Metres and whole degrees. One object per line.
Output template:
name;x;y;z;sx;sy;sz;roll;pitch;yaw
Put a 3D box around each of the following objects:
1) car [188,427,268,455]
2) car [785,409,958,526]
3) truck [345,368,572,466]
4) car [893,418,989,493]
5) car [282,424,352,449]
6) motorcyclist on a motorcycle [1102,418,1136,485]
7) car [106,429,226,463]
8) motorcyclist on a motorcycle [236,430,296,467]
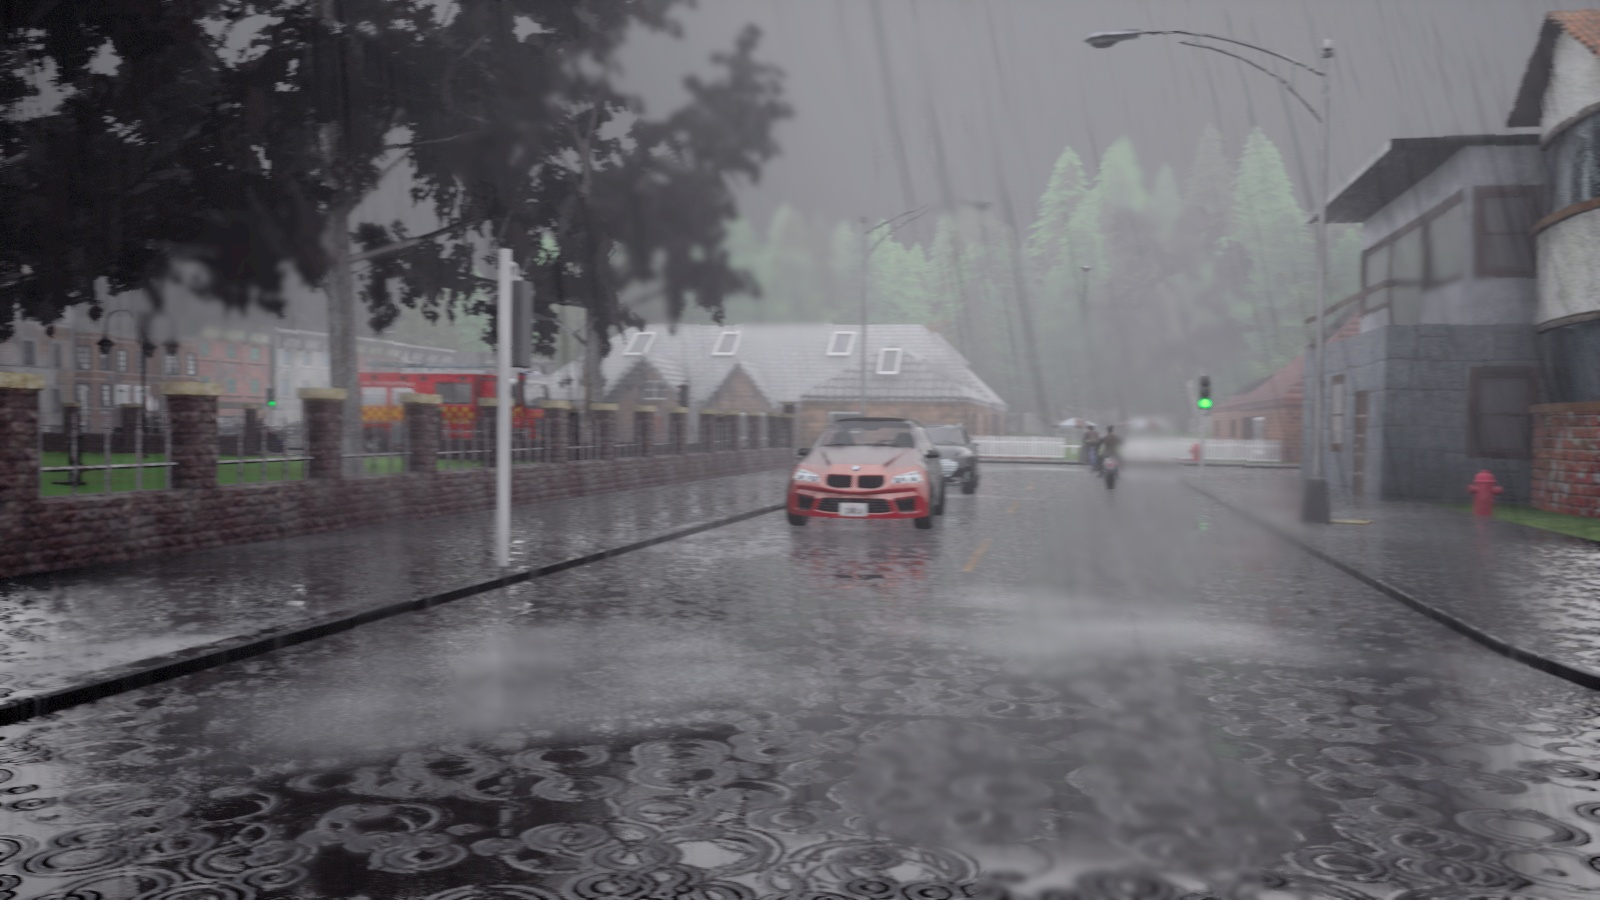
car;-35.964;-0.600;79.051;2.033;1.649;4.856;0;1;13
car;1.306;0.207;20.296;2.242;1.667;4.611;0;1;10
truck;-13.865;-1.311;51.204;8.468;3.827;2.891;0;1;12
car;3.466;0.070;30.089;2.033;1.649;4.856;0;1;10
car;-33.883;-0.962;88.298;2.152;1.651;5.027;0;1;13
motorcyclist on a motorcycle;8.095;0.011;31.950;0.766;1.649;2.350;0;1;13
car;-29.861;-0.192;59.140;5.008;1.535;1.882;0;1;14
motorcyclist on a motorcycle;-22.610;-0.076;53.208;2.191;1.530;0.866;0;1;10
